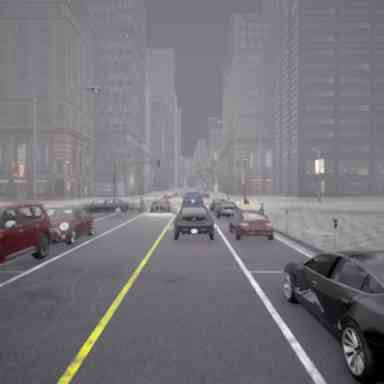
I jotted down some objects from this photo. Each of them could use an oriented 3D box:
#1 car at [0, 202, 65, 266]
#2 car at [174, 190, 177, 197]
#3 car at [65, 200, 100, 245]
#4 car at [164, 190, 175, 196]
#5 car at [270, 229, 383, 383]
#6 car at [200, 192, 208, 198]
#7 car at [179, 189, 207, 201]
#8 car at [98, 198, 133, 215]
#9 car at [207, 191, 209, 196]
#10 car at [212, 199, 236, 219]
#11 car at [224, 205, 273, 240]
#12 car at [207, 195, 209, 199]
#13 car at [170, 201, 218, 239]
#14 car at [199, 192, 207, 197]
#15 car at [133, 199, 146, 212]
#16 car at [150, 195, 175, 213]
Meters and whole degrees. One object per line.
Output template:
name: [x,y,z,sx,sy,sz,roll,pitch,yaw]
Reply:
car: [-5.764,1.263,9.525,2.192,1.841,5.009,0,0,0]
car: [-5.493,0.827,83.061,2.008,1.369,4.403,0,1,0]
car: [-5.765,1.354,14.827,1.967,1.590,4.097,0,0,0]
car: [-5.526,0.883,77.521,1.887,1.381,4.507,0,1,0]
car: [2.762,1.538,5.187,1.947,1.339,4.313,0,0,0]
car: [3.033,0.821,83.011,1.887,1.381,4.507,0,1,0]
car: [0.088,0.993,33.991,2.150,2.045,5.566,0,0,0]
car: [-7.507,1.207,28.230,4.403,1.369,2.008,-1,1,-9]
car: [3.001,0.654,77.469,2.192,1.841,5.009,0,1,0]
car: [2.757,1.397,26.788,1.947,1.339,4.313,0,0,0]
car: [2.760,1.490,15.987,1.802,1.307,4.206,0,0,0]
car: [2.755,1.337,34.153,1.947,1.339,4.313,0,0,0]
car: [0.094,1.408,16.679,1.837,1.490,4.892,0,0,0]
car: [3.101,0.711,94.092,1.947,1.339,4.313,1,1,0]
car: [-5.771,1.352,34.156,1.802,1.307,4.206,0,0,0]
car: [-3.075,1.340,33.568,1.994,1.385,4.181,0,0,0]
